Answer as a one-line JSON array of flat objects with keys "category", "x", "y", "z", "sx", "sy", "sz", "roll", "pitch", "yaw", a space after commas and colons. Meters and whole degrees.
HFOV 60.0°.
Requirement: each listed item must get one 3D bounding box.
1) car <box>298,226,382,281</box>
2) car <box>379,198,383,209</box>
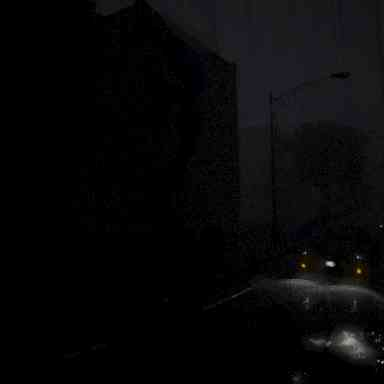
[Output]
[{"category": "car", "x": 4.892, "y": 1.809, "z": 10.784, "sx": 1.994, "sy": 1.385, "sz": 4.181, "roll": -2, "pitch": -2, "yaw": 34}, {"category": "car", "x": 27.938, "y": 1.617, "z": 47.475, "sx": 1.812, "sy": 1.442, "sz": 4.674, "roll": -2, "pitch": 2, "yaw": 32}]
